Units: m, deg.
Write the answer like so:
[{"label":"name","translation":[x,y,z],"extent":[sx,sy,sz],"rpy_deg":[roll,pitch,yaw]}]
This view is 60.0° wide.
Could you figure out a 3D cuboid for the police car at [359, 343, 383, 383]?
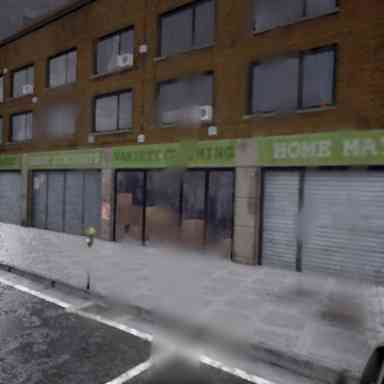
[{"label":"police car","translation":[3.287,1.483,0.987],"extent":[5.238,1.638,1.930],"rpy_deg":[2,1,37]}]
